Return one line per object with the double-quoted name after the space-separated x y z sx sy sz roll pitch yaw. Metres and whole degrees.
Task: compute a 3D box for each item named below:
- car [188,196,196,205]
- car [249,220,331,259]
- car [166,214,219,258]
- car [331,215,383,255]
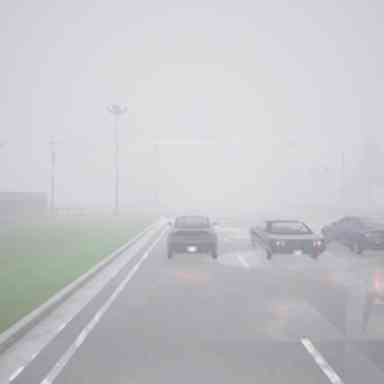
0.016 2.338 79.872 1.882 1.535 5.008 0 -1 0 "car"
3.516 1.745 13.205 1.895 1.301 4.718 0 -1 0 "car"
0.019 1.653 13.466 1.837 1.490 4.892 0 0 0 "car"
7.022 1.676 13.862 1.812 1.442 4.674 0 0 0 "car"
